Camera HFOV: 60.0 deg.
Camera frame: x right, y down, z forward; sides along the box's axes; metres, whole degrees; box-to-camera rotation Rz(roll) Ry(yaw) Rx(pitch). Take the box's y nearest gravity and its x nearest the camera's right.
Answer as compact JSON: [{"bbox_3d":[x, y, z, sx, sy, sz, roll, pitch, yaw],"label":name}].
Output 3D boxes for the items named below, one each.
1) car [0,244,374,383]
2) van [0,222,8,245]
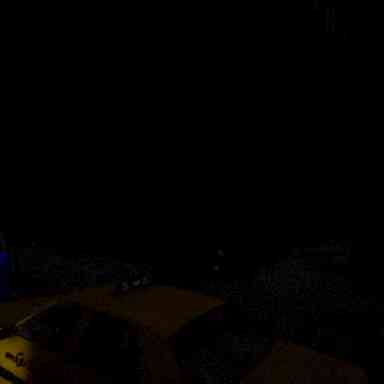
[{"bbox_3d":[-0.797,1.524,3.426,4.829,1.417,1.752,0,-1,36],"label":"car"},{"bbox_3d":[-5.275,1.336,6.624,3.998,1.788,1.690,0,-1,36],"label":"van"}]
